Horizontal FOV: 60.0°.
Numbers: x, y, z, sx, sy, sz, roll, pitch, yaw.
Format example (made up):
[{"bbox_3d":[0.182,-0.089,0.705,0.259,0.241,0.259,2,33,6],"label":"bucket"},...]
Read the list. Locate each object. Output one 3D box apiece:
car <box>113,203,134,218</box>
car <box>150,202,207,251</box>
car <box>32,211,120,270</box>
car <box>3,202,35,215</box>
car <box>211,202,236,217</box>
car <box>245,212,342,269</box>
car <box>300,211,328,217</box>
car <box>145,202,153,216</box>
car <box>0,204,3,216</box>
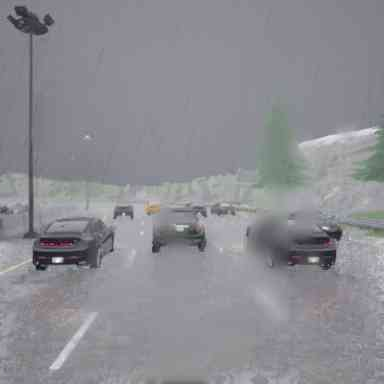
[{"bbox_3d":[-6.977,1.849,33.876,1.837,1.490,4.892,1,0,-12],"label":"car"},{"bbox_3d":[-0.665,1.494,14.948,2.097,1.767,4.553,0,-1,-5],"label":"car"},{"bbox_3d":[-3.883,1.631,11.600,1.837,1.490,4.892,0,0,-4],"label":"car"},{"bbox_3d":[-18.667,1.907,36.695,2.128,1.511,4.902,0,0,-14],"label":"car"},{"bbox_3d":[3.323,1.847,36.052,1.812,1.442,4.674,0,0,-12],"label":"car"},{"bbox_3d":[3.146,1.601,11.489,1.837,1.490,4.892,0,0,-4],"label":"car"},{"bbox_3d":[6.124,1.704,17.713,1.994,1.385,4.181,0,0,-6],"label":"car"},{"bbox_3d":[-4.342,1.851,38.336,1.882,1.535,5.008,0,0,-14],"label":"car"},{"bbox_3d":[-22.829,2.055,38.927,1.895,1.301,4.718,0,-1,-15],"label":"car"}]
